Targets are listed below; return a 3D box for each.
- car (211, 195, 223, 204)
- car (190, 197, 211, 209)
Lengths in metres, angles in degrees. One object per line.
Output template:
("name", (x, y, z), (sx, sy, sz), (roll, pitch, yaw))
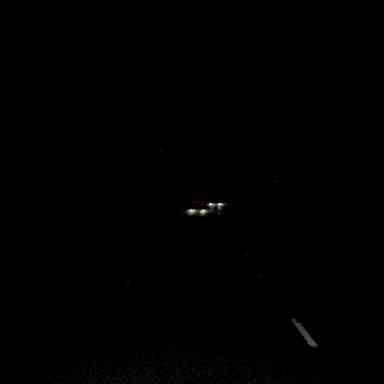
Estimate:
("car", (4.740, 1.371, 62.964), (1.837, 1.490, 4.892), (0, 1, 15))
("car", (1.031, 1.486, 46.696), (1.882, 1.535, 5.008), (0, 0, 11))
